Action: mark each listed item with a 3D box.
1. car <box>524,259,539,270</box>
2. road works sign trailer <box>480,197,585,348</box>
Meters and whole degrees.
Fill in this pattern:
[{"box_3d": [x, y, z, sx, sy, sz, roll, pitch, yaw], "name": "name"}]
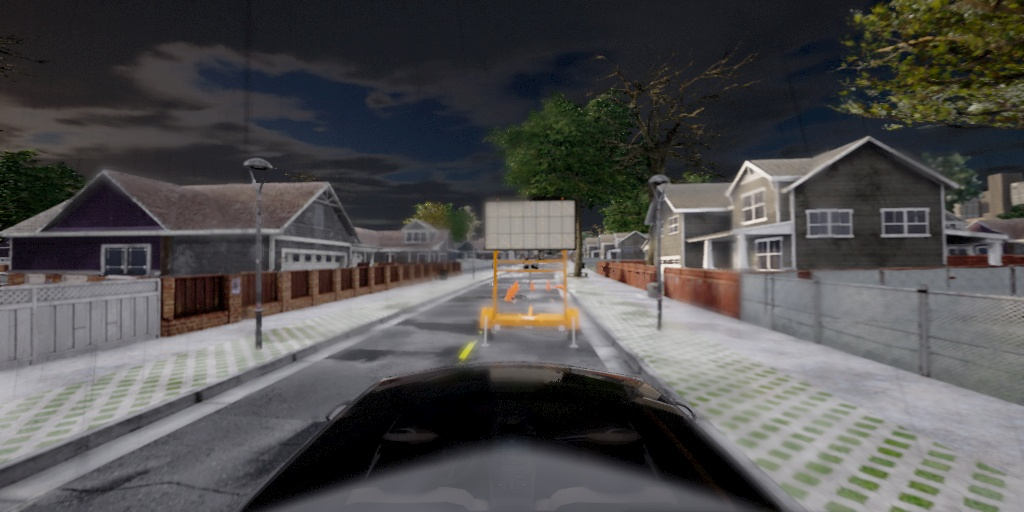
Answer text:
[{"box_3d": [3.076, 1.311, 57.087, 2.097, 1.767, 4.553, 0, 0, 8], "name": "car"}, {"box_3d": [0.492, 0.264, 9.458, 2.380, 3.560, 2.880, 0, 0, 4], "name": "road works sign trailer"}]
